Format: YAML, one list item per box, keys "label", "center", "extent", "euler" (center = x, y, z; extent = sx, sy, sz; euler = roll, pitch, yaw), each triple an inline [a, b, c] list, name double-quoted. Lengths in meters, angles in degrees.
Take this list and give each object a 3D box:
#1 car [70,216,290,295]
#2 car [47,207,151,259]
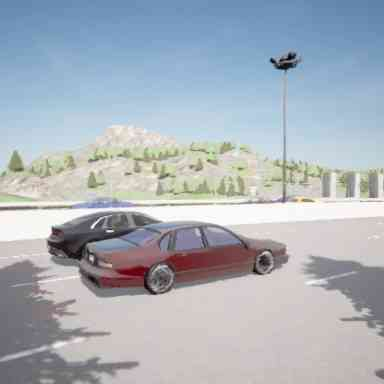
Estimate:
- label: "car"
  center: [0.002, 1.446, 8.370]
  extent: [5.357, 1.411, 2.033]
  euler: [0, 1, -33]
- label: "car"
  center: [-2.073, 1.358, 10.865]
  extent: [4.892, 1.490, 1.837]
  euler: [0, 0, -34]
